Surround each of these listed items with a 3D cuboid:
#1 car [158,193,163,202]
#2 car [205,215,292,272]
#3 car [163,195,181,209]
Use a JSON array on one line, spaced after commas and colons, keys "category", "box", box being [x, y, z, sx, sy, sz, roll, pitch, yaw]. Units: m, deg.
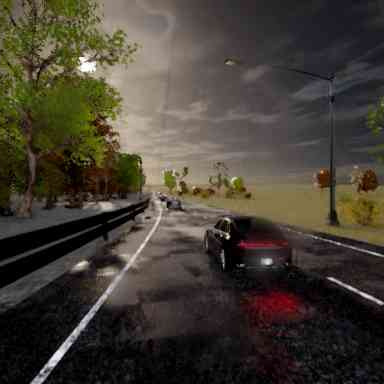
[{"category": "car", "box": [-6.472, 1.573, 79.375, 1.994, 1.385, 4.181, 0, 0, -7]}, {"category": "car", "box": [1.611, 1.517, 10.830, 1.837, 1.490, 4.892, 0, 0, -7]}, {"category": "car", "box": [-2.603, 1.521, 46.553, 2.128, 1.511, 4.902, 0, 0, -7]}]
